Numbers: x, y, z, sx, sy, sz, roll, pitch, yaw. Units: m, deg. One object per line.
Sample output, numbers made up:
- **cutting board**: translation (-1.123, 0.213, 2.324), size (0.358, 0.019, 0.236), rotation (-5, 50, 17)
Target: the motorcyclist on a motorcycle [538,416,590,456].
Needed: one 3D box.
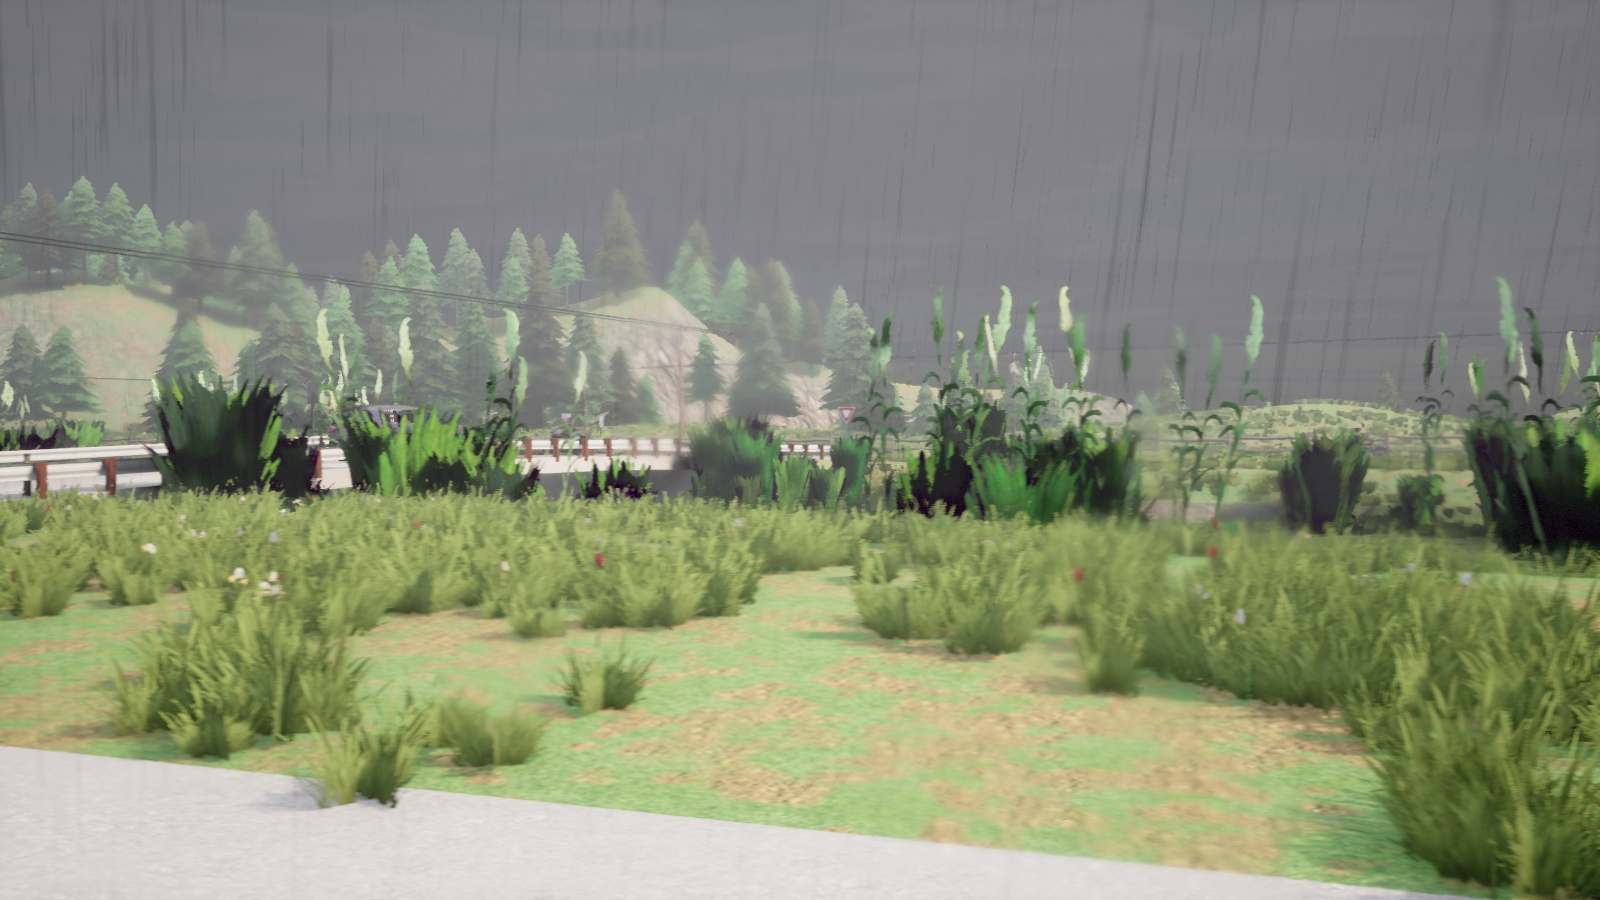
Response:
- **motorcyclist on a motorcycle**: translation (-9.522, -0.547, 50.786), size (0.866, 1.530, 2.191), rotation (1, -1, 26)

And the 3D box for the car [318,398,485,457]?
- **car**: translation (-11.954, -0.690, 37.993), size (2.242, 1.667, 4.611), rotation (1, 2, 26)

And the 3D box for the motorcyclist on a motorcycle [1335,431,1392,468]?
- **motorcyclist on a motorcycle**: translation (25.885, -0.051, 57.742), size (2.350, 1.649, 0.766), rotation (1, 1, 24)
